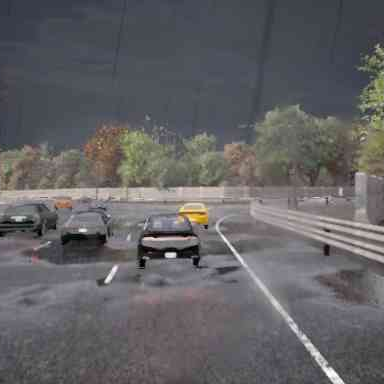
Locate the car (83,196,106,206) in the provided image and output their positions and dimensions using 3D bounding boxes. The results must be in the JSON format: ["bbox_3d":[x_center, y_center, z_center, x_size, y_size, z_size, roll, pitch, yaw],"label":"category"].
[{"bbox_3d":[-11.442,1.584,39.933,2.033,1.411,5.357,0,0,-22],"label":"car"}]

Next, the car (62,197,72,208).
[{"bbox_3d":[-17.471,1.408,44.739,2.097,1.767,4.553,0,0,-26],"label":"car"}]

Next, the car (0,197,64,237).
[{"bbox_3d":[-8.847,1.380,18.390,2.097,1.767,4.553,0,0,-10],"label":"car"}]

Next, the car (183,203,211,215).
[{"bbox_3d":[0.215,1.476,22.287,1.882,1.535,5.008,0,0,5],"label":"car"}]

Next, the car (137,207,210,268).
[{"bbox_3d":[-0.844,1.494,11.392,2.128,1.511,4.902,0,0,-6],"label":"car"}]

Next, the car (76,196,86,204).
[{"bbox_3d":[-20.935,1.570,64.470,1.837,1.490,4.892,0,0,-35],"label":"car"}]

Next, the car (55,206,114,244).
[{"bbox_3d":[-4.895,1.580,15.979,1.994,1.385,4.181,0,0,-9],"label":"car"}]
